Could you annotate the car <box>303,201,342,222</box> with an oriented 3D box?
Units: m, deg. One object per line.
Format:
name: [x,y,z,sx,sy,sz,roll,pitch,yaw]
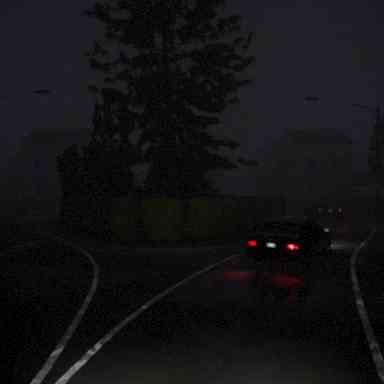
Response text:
car: [11.132,1.535,28.723,2.097,1.767,4.553,0,0,2]

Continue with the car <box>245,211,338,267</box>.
car: [3.636,1.624,11.911,2.033,1.411,5.357,0,0,31]
